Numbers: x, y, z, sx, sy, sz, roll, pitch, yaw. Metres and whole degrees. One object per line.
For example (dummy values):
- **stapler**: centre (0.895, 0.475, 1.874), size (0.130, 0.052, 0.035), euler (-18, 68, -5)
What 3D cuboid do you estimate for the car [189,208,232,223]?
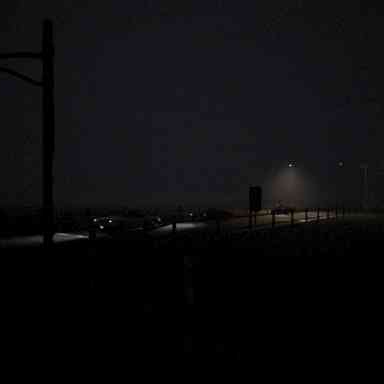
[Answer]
- **car**: centre (1.793, 2.144, 31.236), size (1.895, 1.301, 4.718), euler (0, -1, 36)

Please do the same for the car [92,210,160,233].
- **car**: centre (-4.399, 1.942, 22.701), size (1.895, 1.301, 4.718), euler (0, -1, 35)

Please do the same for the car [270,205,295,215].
- **car**: centre (12.658, 2.450, 46.079), size (2.033, 1.411, 5.357), euler (0, -1, 37)
